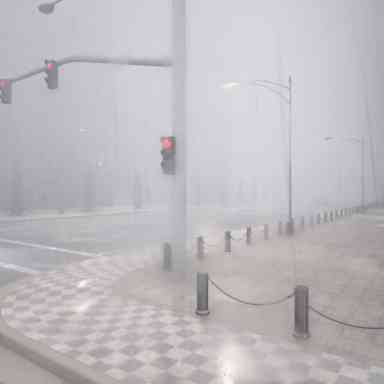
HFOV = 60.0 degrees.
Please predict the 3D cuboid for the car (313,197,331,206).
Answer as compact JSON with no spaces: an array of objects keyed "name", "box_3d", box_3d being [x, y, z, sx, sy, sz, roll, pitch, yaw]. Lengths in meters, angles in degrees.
[{"name":"car","box_3d":[21.400,1.508,54.572,1.994,1.385,4.181,0,0,35]}]
